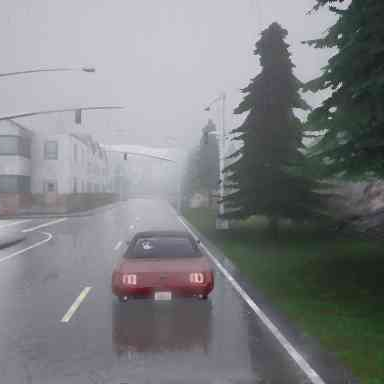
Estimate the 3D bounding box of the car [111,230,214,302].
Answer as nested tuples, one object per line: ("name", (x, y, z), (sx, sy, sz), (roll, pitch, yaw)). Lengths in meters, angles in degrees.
("car", (-0.706, 1.601, 8.250), (1.895, 1.301, 4.718), (0, 0, -5))
